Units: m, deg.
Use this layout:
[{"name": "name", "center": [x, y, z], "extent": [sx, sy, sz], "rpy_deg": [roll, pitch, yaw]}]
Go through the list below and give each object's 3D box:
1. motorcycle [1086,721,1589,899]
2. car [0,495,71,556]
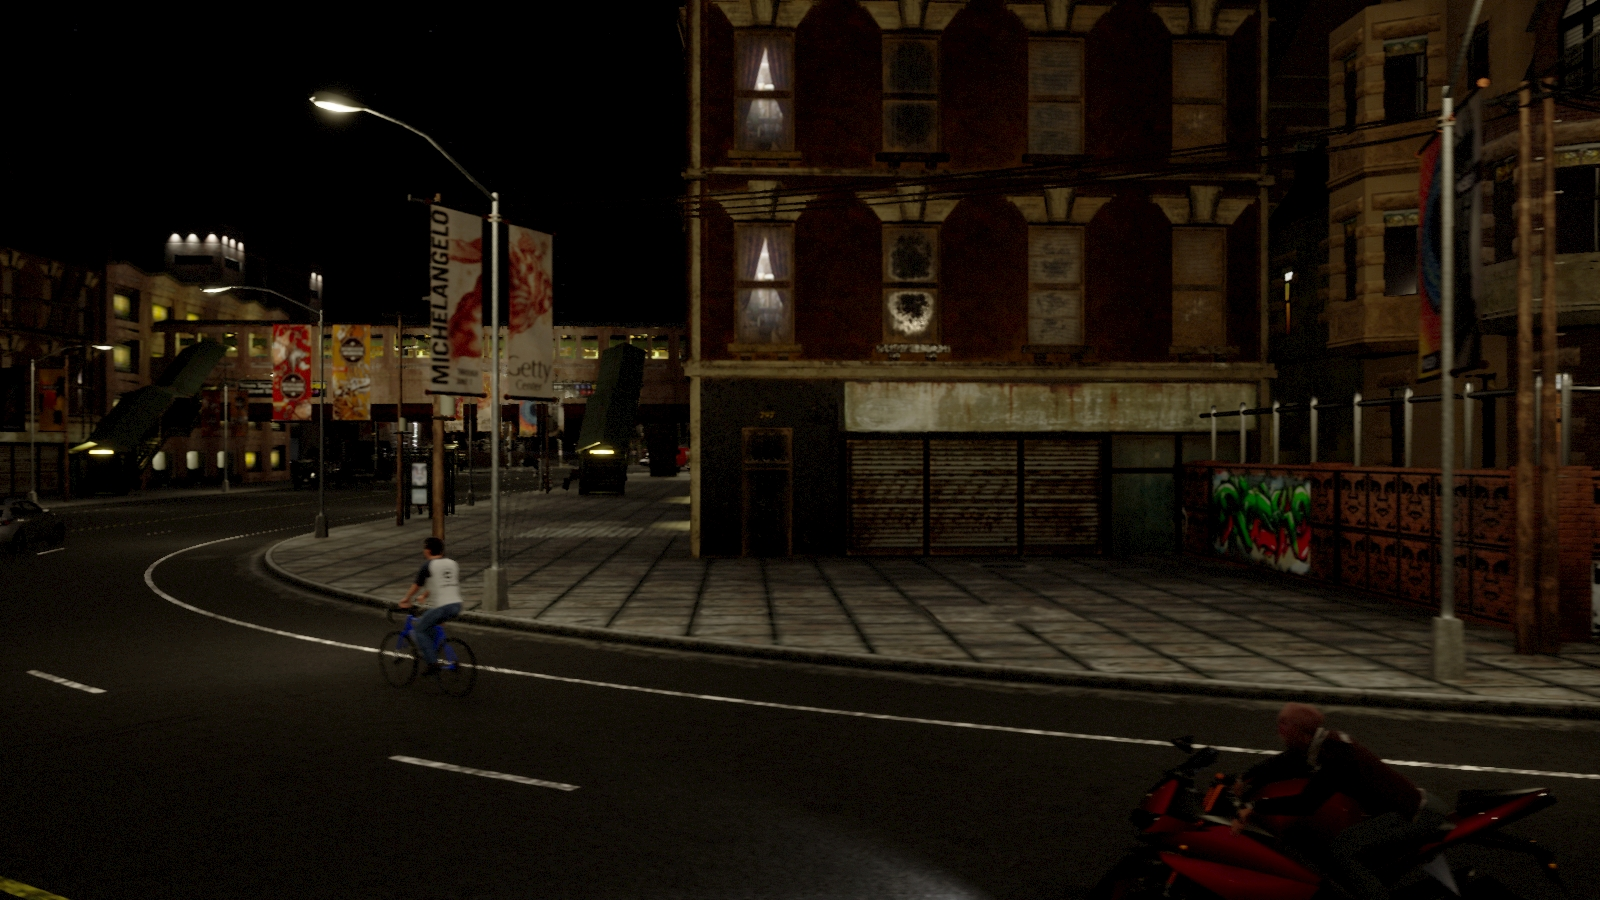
[{"name": "motorcycle", "center": [2.660, 2.209, 5.927], "extent": [2.209, 1.251, 0.867], "rpy_deg": [0, -1, 19]}, {"name": "car", "center": [-22.265, 2.080, 32.085], "extent": [1.816, 1.474, 4.193], "rpy_deg": [0, 0, -14]}]
